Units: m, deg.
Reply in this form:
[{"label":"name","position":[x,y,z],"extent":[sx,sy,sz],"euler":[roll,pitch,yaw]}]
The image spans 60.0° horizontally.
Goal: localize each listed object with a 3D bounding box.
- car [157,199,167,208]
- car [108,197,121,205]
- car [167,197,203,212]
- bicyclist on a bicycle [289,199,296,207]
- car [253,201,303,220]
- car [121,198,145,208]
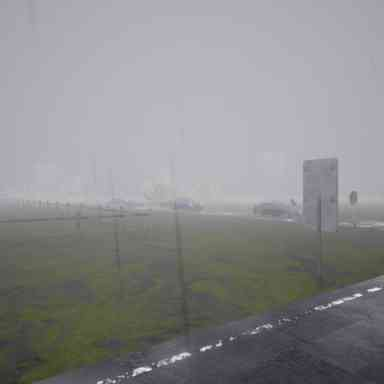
[{"label":"car","position":[-3.391,1.717,49.235],"extent":[1.895,1.301,4.718],"euler":[0,0,-35]},{"label":"car","position":[-14.917,1.738,65.577],"extent":[2.033,1.411,5.357],"euler":[0,0,-35]},{"label":"car","position":[-0.591,1.442,40.159],"extent":[2.097,1.767,4.553],"euler":[0,0,-35]},{"label":"bicyclist on a bicycle","position":[10.493,1.511,34.797],"extent":[1.656,1.620,0.582],"euler":[0,0,-35]},{"label":"car","position":[7.419,1.541,28.796],"extent":[2.128,1.511,4.902],"euler":[0,0,-35]},{"label":"car","position":[-9.027,1.661,52.221],"extent":[1.812,1.442,4.674],"euler":[0,0,-35]}]
